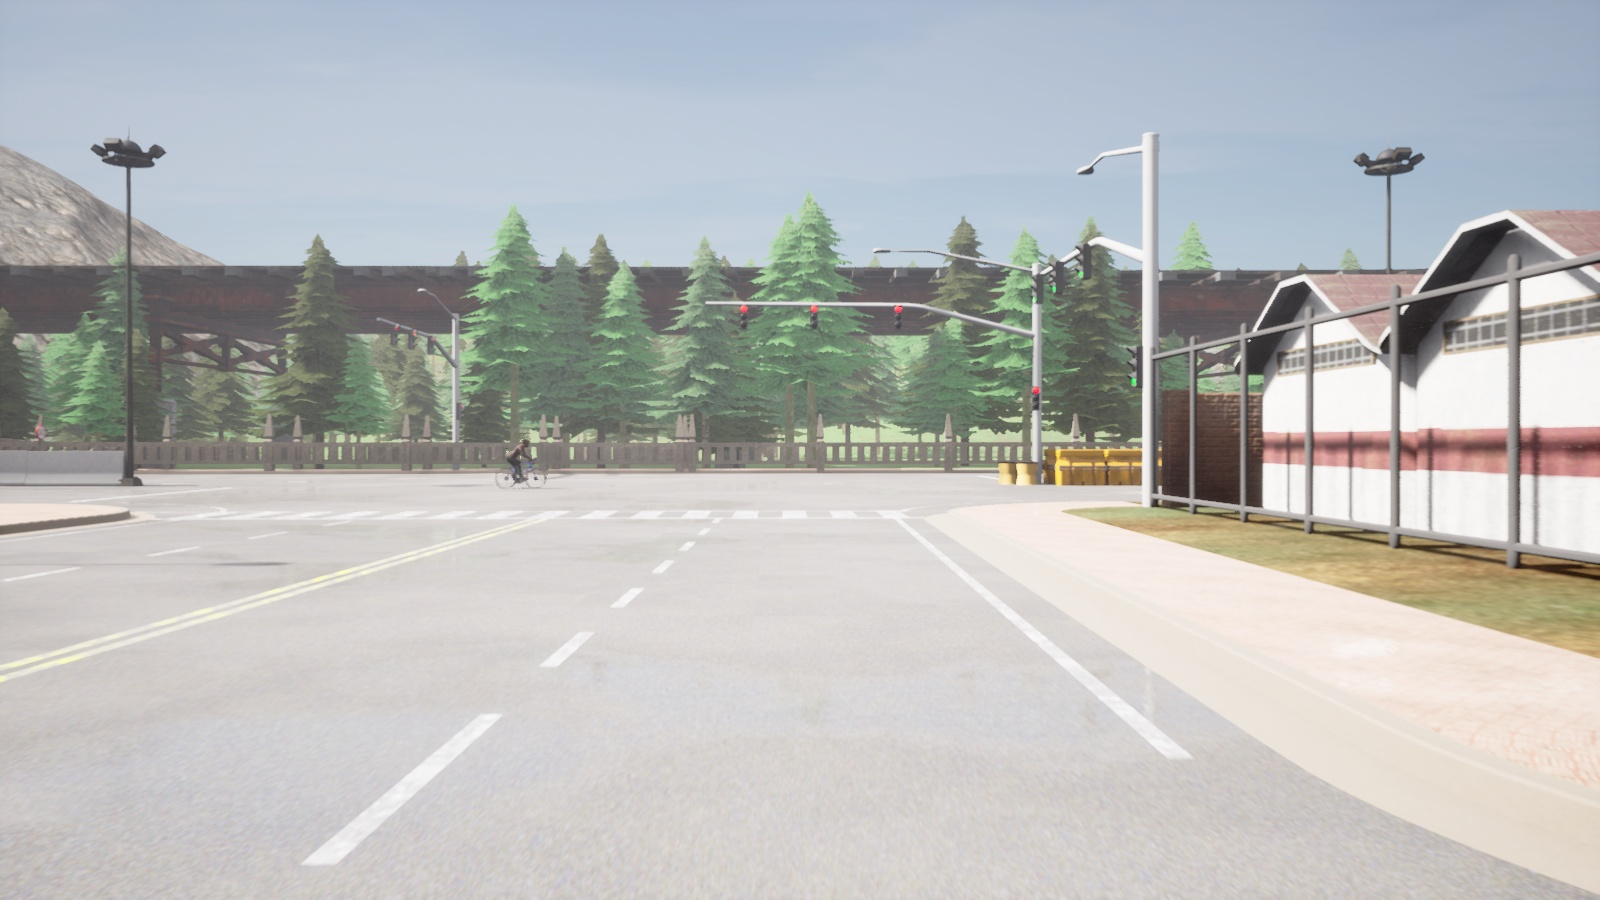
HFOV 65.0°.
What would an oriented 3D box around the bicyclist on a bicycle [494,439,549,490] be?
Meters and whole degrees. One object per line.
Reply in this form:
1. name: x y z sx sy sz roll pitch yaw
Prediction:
1. bicyclist on a bicycle: -9.042 0.462 40.851 1.656 1.620 0.582 0 0 -1
